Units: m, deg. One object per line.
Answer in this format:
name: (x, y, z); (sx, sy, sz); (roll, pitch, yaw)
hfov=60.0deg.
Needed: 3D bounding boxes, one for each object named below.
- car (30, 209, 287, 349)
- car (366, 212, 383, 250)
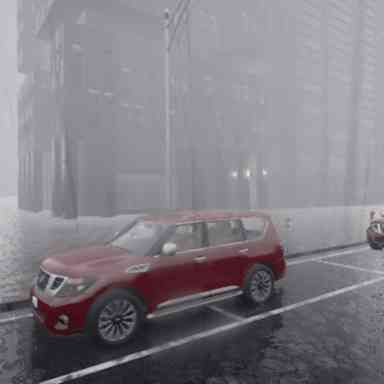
car: (-0.300, 1.310, 6.442); (5.009, 1.841, 2.192); (0, 0, -36)
car: (8.881, 1.294, 12.998); (5.009, 1.841, 2.192); (0, 0, -36)
